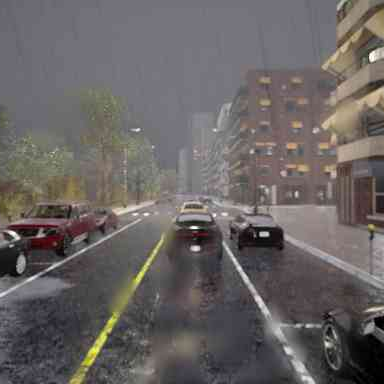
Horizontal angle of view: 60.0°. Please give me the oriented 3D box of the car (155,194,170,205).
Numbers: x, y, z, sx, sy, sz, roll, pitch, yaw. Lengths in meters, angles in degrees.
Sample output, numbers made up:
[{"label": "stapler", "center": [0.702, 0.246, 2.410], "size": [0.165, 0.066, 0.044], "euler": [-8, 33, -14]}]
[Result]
[{"label": "car", "center": [-5.291, 1.448, 56.941], "size": [1.887, 1.381, 4.507], "euler": [1, 0, 0]}]

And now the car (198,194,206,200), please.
[{"label": "car", "center": [2.598, 1.312, 86.158], "size": [1.967, 1.590, 4.097], "euler": [1, 0, 0]}]

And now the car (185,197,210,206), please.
[{"label": "car", "center": [0.106, 1.410, 24.472], "size": [1.801, 1.575, 5.366], "euler": [0, 0, 0]}]

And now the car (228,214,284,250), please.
[{"label": "car", "center": [2.577, 1.539, 13.926], "size": [1.947, 1.339, 4.313], "euler": [1, 0, 0]}]

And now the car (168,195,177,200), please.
[{"label": "car", "center": [-5.282, 1.418, 90.997], "size": [2.008, 1.369, 4.403], "euler": [1, 0, 0]}]

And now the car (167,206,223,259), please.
[{"label": "car", "center": [0.104, 1.480, 12.564], "size": [1.837, 1.490, 4.892], "euler": [0, 0, 0]}]

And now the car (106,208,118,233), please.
[{"label": "car", "center": [-5.302, 1.545, 18.826], "size": [1.802, 1.307, 4.206], "euler": [1, 0, 0]}]

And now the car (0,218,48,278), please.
[{"label": "car", "center": [-5.305, 1.535, 7.518], "size": [2.008, 1.369, 4.403], "euler": [1, 0, 0]}]

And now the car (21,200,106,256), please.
[{"label": "car", "center": [-5.301, 1.289, 13.171], "size": [2.192, 1.841, 5.009], "euler": [1, 0, 0]}]

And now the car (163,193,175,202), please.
[{"label": "car", "center": [-5.286, 1.204, 68.292], "size": [2.192, 1.841, 5.009], "euler": [1, 0, 0]}]

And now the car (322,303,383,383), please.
[{"label": "car", "center": [2.574, 1.561, 2.604], "size": [1.947, 1.339, 4.313], "euler": [1, 0, 0]}]

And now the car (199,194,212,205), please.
[{"label": "car", "center": [2.589, 1.454, 57.742], "size": [2.008, 1.369, 4.403], "euler": [1, 0, 0]}]

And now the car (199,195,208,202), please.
[{"label": "car", "center": [2.594, 1.465, 74.792], "size": [1.802, 1.307, 4.206], "euler": [1, 0, 0]}]
